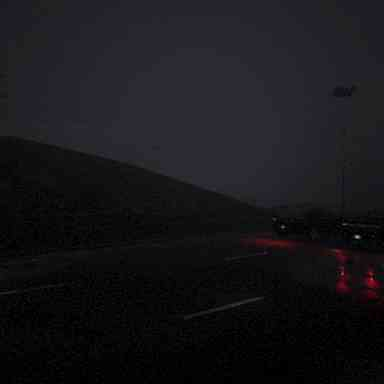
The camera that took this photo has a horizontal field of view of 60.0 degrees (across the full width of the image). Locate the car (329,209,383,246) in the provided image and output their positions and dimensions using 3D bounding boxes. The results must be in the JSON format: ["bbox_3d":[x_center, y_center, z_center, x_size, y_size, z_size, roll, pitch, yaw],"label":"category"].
[{"bbox_3d":[8.269,1.494,14.066,4.902,1.511,2.128,0,0,-35],"label":"car"}]

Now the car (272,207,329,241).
[{"bbox_3d":[6.236,1.483,16.916,5.008,1.535,1.882,0,0,-35],"label":"car"}]
